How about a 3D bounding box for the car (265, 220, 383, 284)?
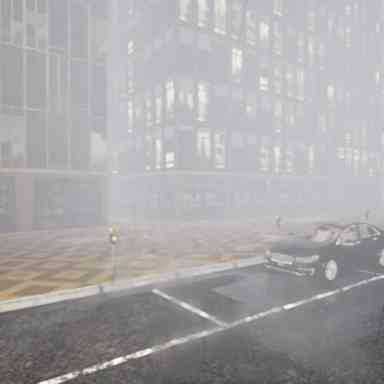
[{"bbox_3d":[3.941,1.496,9.368,4.403,1.369,2.008,0,1,-36],"label":"car"}]
